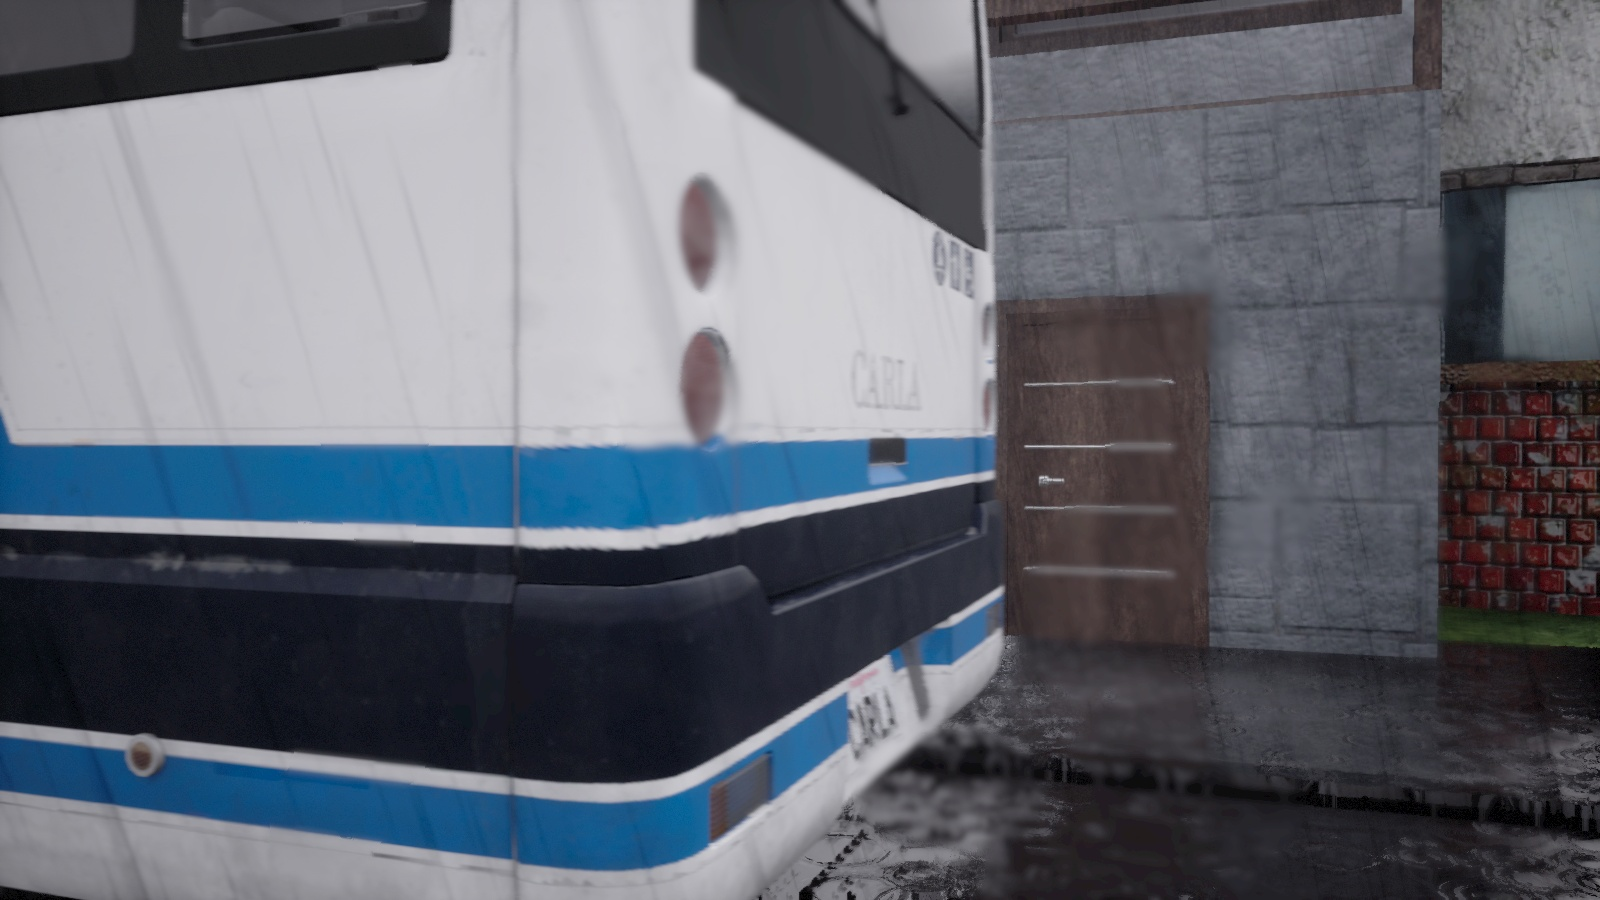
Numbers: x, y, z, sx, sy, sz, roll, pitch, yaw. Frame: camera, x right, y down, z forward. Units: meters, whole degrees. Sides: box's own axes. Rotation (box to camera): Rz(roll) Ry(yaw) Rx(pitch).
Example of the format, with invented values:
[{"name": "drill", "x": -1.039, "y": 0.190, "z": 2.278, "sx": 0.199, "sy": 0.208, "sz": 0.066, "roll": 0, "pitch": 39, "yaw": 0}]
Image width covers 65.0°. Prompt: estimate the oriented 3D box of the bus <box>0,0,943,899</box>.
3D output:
[{"name": "bus", "x": -4.861, "y": -0.658, "z": 5.627, "sx": 10.273, "sy": 4.253, "sz": 3.944, "roll": 1, "pitch": 1, "yaw": 20}]
